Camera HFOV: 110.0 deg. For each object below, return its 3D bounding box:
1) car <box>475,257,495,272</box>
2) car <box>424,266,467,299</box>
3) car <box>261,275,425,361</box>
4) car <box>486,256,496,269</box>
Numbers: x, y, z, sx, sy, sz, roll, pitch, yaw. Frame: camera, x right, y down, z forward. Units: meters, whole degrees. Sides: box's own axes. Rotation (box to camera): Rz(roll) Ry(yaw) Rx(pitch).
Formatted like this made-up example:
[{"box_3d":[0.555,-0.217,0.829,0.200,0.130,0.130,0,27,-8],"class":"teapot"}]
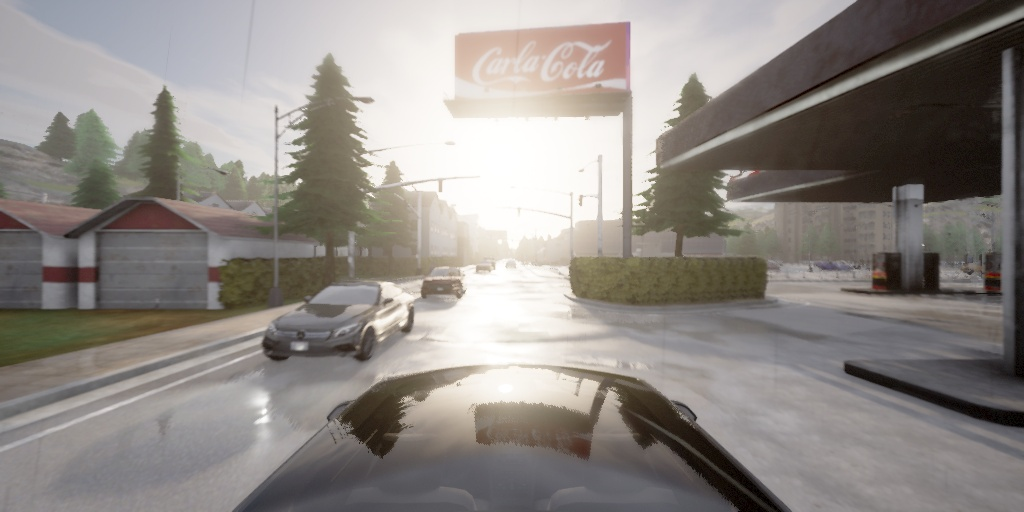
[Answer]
[{"box_3d":[-3.660,1.300,46.921,1.882,1.535,5.008,0,0,0],"class":"car"},{"box_3d":[-3.408,1.295,18.722,1.882,1.535,5.008,0,-2,-4],"class":"car"},{"box_3d":[-3.606,1.300,8.429,1.812,1.442,4.674,1,-1,0],"class":"car"},{"box_3d":[-3.696,1.061,57.529,2.150,2.045,5.566,0,0,0],"class":"car"}]
